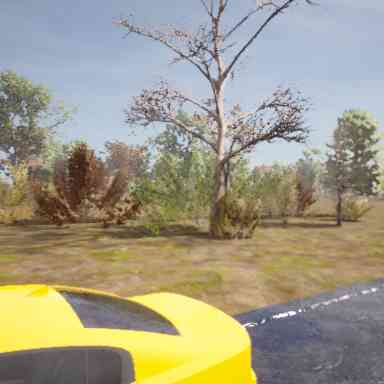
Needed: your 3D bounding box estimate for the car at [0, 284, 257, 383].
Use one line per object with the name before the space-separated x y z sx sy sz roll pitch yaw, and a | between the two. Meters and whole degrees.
car | -1.808 1.475 1.983 5.008 1.535 1.882 0 0 -35
